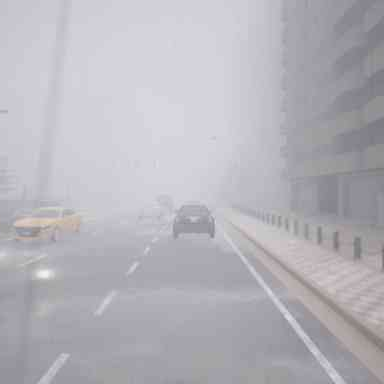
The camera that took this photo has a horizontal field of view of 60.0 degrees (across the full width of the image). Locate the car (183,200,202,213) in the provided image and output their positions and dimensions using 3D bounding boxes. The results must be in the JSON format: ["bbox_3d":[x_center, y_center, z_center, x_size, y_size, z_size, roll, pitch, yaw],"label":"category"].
[{"bbox_3d":[0.074,1.612,37.951,1.994,1.385,4.181,0,0,0],"label":"car"}]

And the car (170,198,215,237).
[{"bbox_3d":[0.094,1.376,18.181,2.097,1.767,4.553,0,0,0],"label":"car"}]

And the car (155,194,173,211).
[{"bbox_3d":[-3.510,1.270,40.892,2.150,2.045,5.566,0,0,-1],"label":"car"}]

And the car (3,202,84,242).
[{"bbox_3d":[-7.042,1.498,16.740,1.882,1.535,5.008,0,0,0],"label":"car"}]

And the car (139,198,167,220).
[{"bbox_3d":[-3.464,1.562,28.893,1.812,1.442,4.674,0,0,1],"label":"car"}]

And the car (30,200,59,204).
[{"bbox_3d":[-10.508,1.380,23.238,2.097,1.767,4.553,0,0,0],"label":"car"}]

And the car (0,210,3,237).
[{"bbox_3d":[-10.506,1.632,17.616,1.994,1.385,4.181,0,0,0],"label":"car"}]
